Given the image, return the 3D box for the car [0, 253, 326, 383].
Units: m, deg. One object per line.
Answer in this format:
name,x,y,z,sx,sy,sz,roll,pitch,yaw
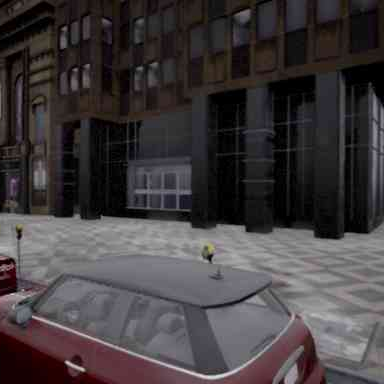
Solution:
car,-0.826,1.438,3.663,4.097,1.590,1.967,0,0,36
